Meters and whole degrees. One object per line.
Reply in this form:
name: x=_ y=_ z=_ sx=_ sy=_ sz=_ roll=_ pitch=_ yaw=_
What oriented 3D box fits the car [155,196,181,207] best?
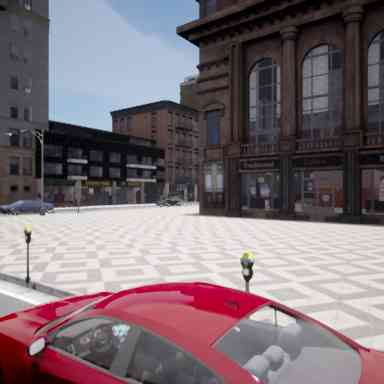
car: x=-3.640 y=1.476 z=51.898 sx=1.837 sy=1.490 sz=4.892 roll=0 pitch=0 yaw=37

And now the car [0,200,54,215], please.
car: x=-16.895 y=1.499 z=33.903 sx=2.033 sy=1.411 sz=5.357 roll=0 pitch=0 yaw=36

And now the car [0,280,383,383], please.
car: x=-0.294 y=1.544 z=3.055 sx=4.507 sy=1.381 sz=1.887 roll=0 pitch=0 yaw=35
